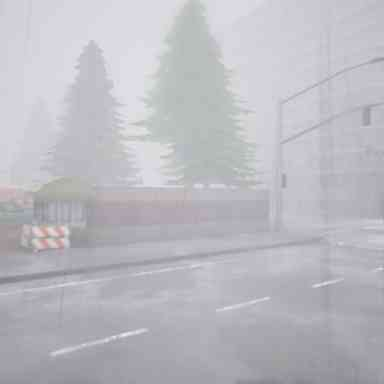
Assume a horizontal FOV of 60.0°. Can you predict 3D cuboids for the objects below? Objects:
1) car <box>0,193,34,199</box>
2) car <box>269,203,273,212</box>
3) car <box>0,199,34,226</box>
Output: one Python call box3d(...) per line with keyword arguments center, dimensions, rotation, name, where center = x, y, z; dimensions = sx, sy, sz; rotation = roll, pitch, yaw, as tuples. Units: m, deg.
box3d(center=(-12.673, 1.201, 23.272), dimensions=(4.605, 1.855, 1.932), rotation=(1, 0, -35), name="car")
box3d(center=(8.477, 1.852, 43.990), dimensions=(2.128, 1.511, 4.902), rotation=(1, -1, -35), name="car")
box3d(center=(-10.641, 1.363, 19.226), dimensions=(3.988, 1.617, 1.851), rotation=(1, 0, -35), name="car")
